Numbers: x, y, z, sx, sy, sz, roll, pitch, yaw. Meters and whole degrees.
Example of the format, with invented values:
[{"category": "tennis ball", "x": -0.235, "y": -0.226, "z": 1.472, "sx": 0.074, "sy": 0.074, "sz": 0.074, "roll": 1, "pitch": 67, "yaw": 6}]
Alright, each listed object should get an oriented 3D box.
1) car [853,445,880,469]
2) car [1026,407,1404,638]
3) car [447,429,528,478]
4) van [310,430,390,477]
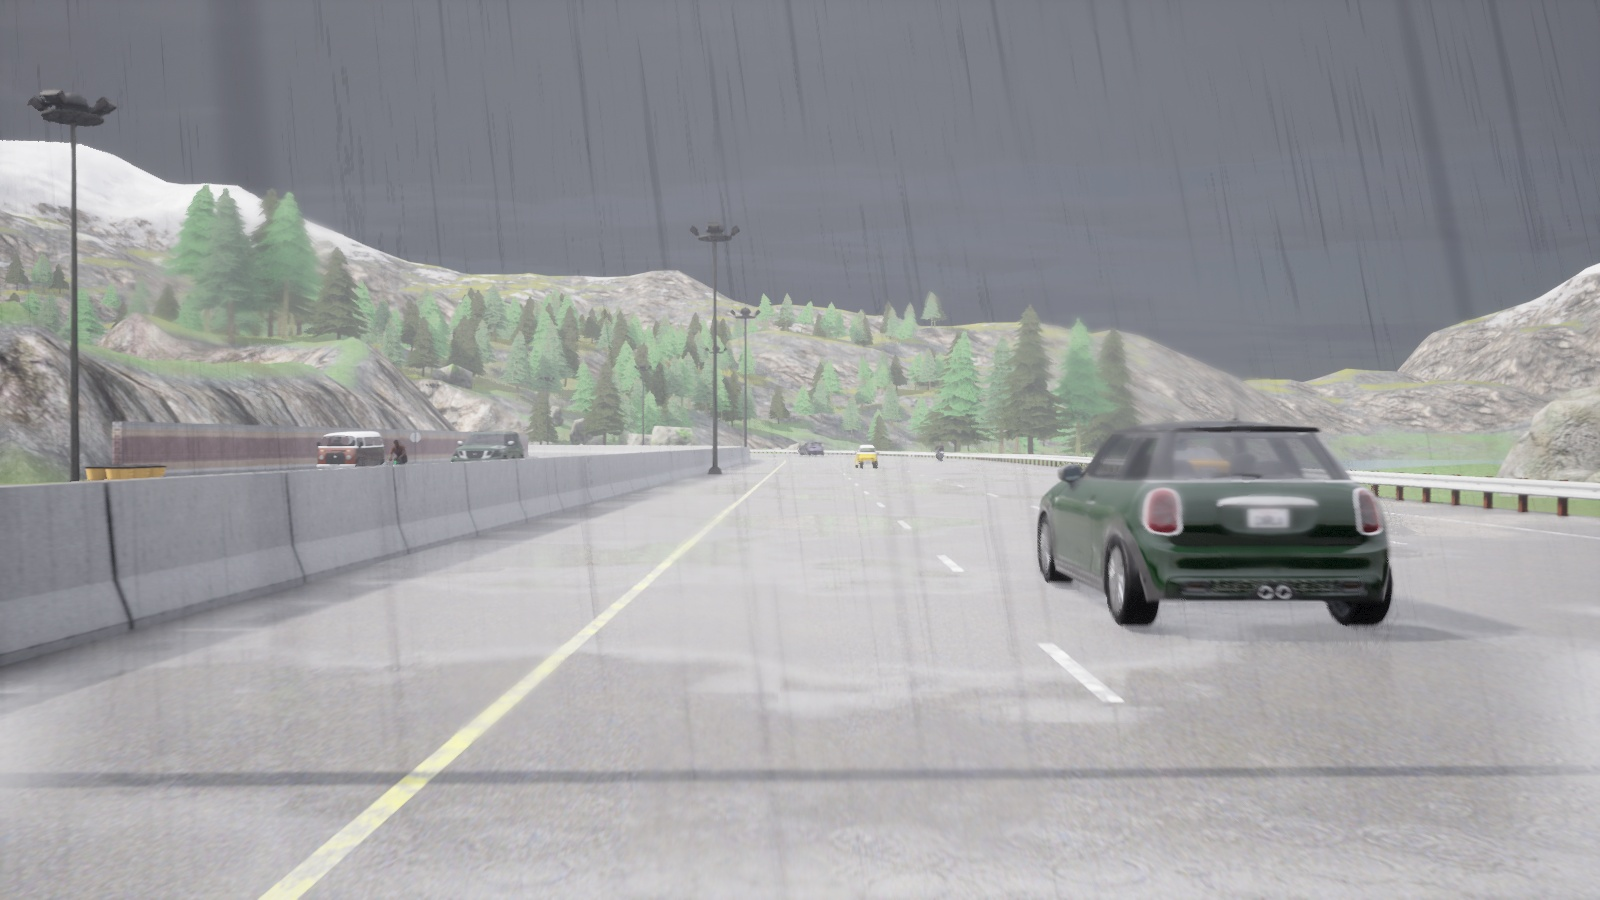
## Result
[{"category": "car", "x": 3.943, "y": 0.386, "z": 74.301, "sx": 1.481, "sy": 1.376, "sz": 2.207, "roll": 0, "pitch": 1, "yaw": 0}, {"category": "car", "x": 3.584, "y": 0.541, "z": 11.893, "sx": 2.097, "sy": 1.767, "sz": 4.553, "roll": 0, "pitch": 0, "yaw": 0}, {"category": "car", "x": -13.667, "y": 0.144, "z": 55.275, "sx": 2.150, "sy": 2.045, "sz": 5.566, "roll": 0, "pitch": 0, "yaw": 0}, {"category": "van", "x": -20.652, "y": 0.122, "z": 57.854, "sx": 2.069, "sy": 2.038, "sz": 4.480, "roll": 0, "pitch": 1, "yaw": 0}]
